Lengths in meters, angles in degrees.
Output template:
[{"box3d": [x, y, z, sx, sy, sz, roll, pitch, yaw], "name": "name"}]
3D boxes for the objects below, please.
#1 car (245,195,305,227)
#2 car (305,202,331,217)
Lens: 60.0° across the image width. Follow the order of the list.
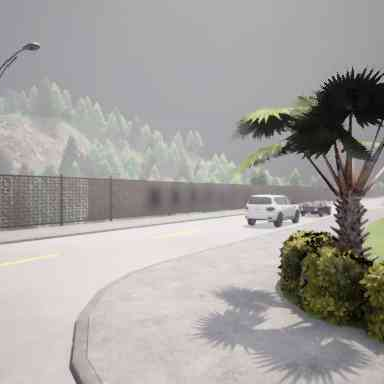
[{"box3d": [5.660, 1.222, 23.040, 2.150, 2.045, 5.566, 0, 0, 36], "name": "car"}, {"box3d": [11.779, 1.602, 31.592, 1.895, 1.301, 4.718, 0, 0, 35], "name": "car"}]
